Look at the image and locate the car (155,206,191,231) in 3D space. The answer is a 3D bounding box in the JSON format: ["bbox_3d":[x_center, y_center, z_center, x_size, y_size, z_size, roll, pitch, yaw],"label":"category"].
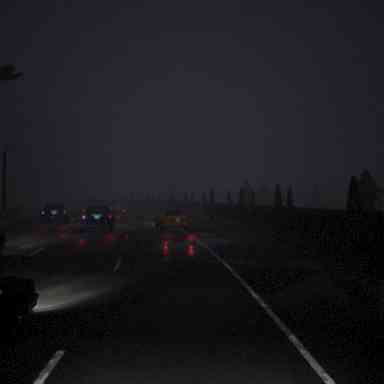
[{"bbox_3d":[-1.411,1.716,22.673,1.801,1.575,5.366,0,-1,-13],"label":"car"}]

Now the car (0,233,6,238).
[{"bbox_3d":[-7.690,1.743,10.431,1.895,1.301,4.718,0,-1,-6],"label":"car"}]

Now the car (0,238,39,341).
[{"bbox_3d":[-3.597,1.600,3.583,2.033,1.411,5.357,0,-1,-3],"label":"car"}]

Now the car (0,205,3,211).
[{"bbox_3d":[-23.723,2.085,39.836,1.994,1.385,4.181,0,-1,-26],"label":"car"}]

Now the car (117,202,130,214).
[{"bbox_3d":[-9.241,2.033,42.567,1.812,1.442,4.674,0,-1,-25],"label":"car"}]

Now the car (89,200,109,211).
[{"bbox_3d":[-15.170,2.160,54.140,1.837,1.490,4.892,0,-1,-33],"label":"car"}]

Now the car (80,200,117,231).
[{"bbox_3d":[-6.395,1.629,22.809,2.097,1.767,4.553,0,-1,-13],"label":"car"}]

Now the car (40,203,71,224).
[{"bbox_3d":[-11.465,1.705,28.177,2.097,1.767,4.553,0,-1,-17],"label":"car"}]
